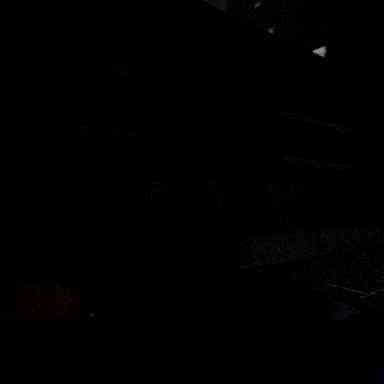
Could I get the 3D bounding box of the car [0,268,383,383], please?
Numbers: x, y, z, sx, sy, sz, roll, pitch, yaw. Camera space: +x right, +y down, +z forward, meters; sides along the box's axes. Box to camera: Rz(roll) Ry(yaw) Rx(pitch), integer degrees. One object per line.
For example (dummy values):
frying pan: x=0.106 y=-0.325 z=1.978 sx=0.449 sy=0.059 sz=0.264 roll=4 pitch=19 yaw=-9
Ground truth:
car: x=0.414 y=1.578 z=3.363 sx=4.181 sy=1.385 sz=1.994 roll=0 pitch=0 yaw=-35

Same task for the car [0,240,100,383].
car: x=-3.640 y=1.518 z=3.479 sx=4.829 sy=1.417 sz=1.752 roll=0 pitch=1 yaw=-35
